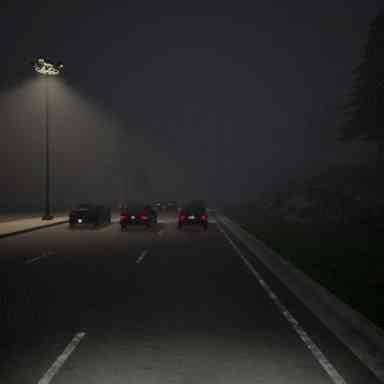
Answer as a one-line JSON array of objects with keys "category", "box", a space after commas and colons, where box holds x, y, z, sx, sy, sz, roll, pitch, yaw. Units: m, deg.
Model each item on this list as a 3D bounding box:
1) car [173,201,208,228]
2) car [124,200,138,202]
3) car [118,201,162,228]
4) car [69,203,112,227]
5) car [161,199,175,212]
[{"category": "car", "box": [0.066, 1.548, 22.094, 2.033, 1.411, 5.357, 0, 0, 0]}, {"category": "car", "box": [-6.618, 1.547, 36.698, 2.033, 1.411, 5.357, 0, 0, 4]}, {"category": "car", "box": [-3.434, 1.548, 22.078, 2.033, 1.411, 5.357, 0, 0, 0]}, {"category": "car", "box": [-6.929, 1.506, 23.031, 1.837, 1.490, 4.892, 0, 0, 0]}, {"category": "car", "box": [-2.859, 1.526, 38.848, 1.812, 1.442, 4.674, 0, 0, 7]}]
